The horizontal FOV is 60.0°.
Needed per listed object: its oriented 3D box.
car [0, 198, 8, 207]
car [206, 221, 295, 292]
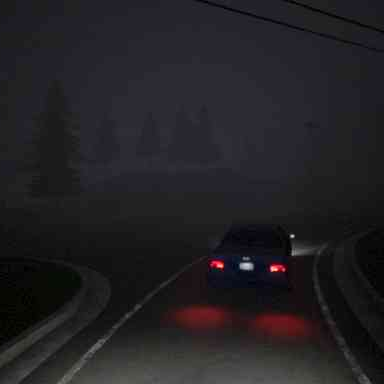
[{"bbox_3d":[-26.392,1.300,44.301,1.812,1.442,4.674,1,0,-5],"label":"car"},{"bbox_3d":[1.755,1.511,9.014,2.033,1.411,5.357,0,0,16],"label":"car"}]
